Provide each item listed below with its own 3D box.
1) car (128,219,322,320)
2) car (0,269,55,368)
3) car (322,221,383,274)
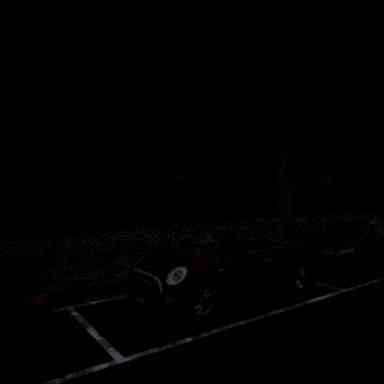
[{"bbox_3d":[0.680,1.441,7.248,4.097,1.590,1.967,0,0,-36],"label":"car"},{"bbox_3d":[-3.910,1.582,3.973,4.206,1.307,1.802,0,0,-36],"label":"car"},{"bbox_3d":[5.271,1.587,10.524,4.206,1.307,1.802,0,0,-36],"label":"car"}]
